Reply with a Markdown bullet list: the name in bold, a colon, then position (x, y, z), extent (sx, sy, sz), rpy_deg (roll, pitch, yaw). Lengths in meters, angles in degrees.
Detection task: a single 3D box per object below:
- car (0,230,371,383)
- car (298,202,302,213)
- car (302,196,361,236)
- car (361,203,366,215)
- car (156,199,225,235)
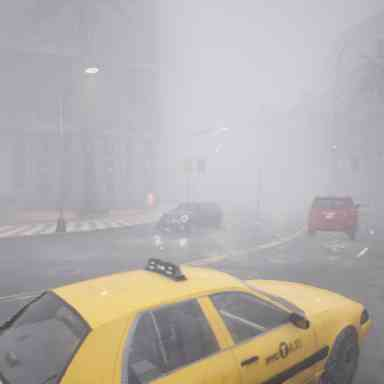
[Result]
- **car**: position (-0.047, 1.453, 3.415), extent (5.366, 1.575, 1.801), rpy_deg (0, 0, -39)
- **car**: position (12.317, 1.455, 34.234), extent (1.882, 1.535, 5.008), rpy_deg (0, 0, 6)
- **car**: position (7.585, 1.214, 17.712), extent (2.150, 2.045, 5.566), rpy_deg (0, 0, 28)
- **car**: position (15.775, 1.457, 33.708), extent (1.882, 1.535, 5.008), rpy_deg (0, 0, 6)
- **car**: position (0.012, 1.335, 18.823), extent (2.097, 1.767, 4.553), rpy_deg (0, 0, 34)
